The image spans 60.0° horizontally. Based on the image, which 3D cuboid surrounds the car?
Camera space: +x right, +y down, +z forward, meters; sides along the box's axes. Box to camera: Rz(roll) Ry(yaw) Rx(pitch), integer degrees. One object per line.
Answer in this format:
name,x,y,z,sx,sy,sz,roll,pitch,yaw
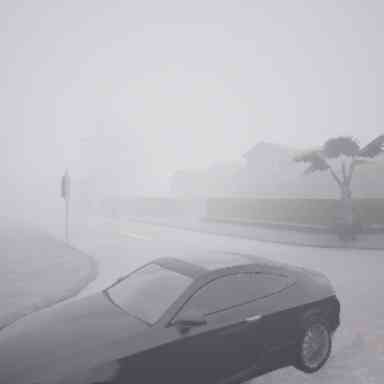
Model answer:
car,-0.015,1.570,4.245,4.674,1.442,1.812,0,-1,-33
